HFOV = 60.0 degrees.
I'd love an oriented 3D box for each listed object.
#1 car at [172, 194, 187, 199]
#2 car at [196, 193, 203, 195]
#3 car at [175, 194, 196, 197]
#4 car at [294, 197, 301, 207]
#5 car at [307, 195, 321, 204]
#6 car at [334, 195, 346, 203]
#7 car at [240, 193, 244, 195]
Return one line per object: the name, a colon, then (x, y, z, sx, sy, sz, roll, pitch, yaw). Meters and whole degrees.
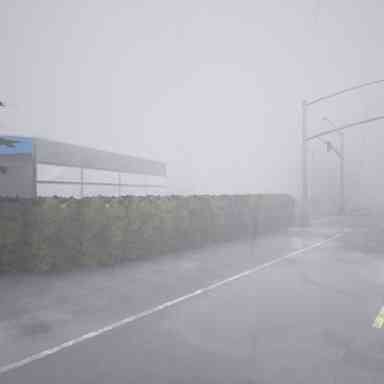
car: (-3.277, 1.232, 89.803, 1.970, 1.475, 3.806, 0, 0, 38)
car: (1.971, 1.154, 86.094, 2.152, 1.636, 5.027, 0, 0, 38)
car: (-1.875, 1.298, 66.108, 2.007, 1.523, 4.514, 0, 0, 38)
car: (13.036, 1.340, 44.656, 2.007, 1.523, 4.514, 0, 0, 38)
car: (22.179, 1.384, 61.143, 1.970, 1.475, 3.806, 0, 0, 38)
car: (29.106, 1.374, 65.139, 1.845, 1.501, 3.633, 0, 0, 38)
car: (12.034, 1.077, 78.193, 1.905, 1.878, 3.866, 0, 0, 38)
